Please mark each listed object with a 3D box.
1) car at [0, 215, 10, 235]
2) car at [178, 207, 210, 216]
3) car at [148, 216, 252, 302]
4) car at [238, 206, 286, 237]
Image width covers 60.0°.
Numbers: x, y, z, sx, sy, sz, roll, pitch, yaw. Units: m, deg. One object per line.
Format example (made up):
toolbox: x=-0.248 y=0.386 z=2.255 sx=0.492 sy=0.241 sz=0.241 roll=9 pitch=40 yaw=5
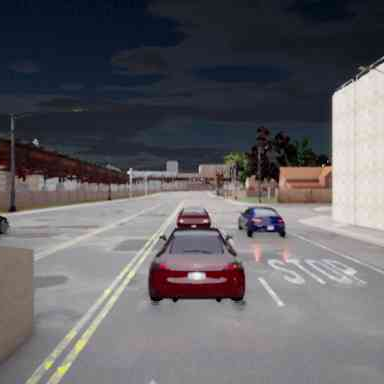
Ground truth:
car: x=-10.504 y=1.523 z=15.666 sx=1.994 sy=1.385 sz=4.181 roll=0 pitch=0 yaw=0
car: x=0.097 y=1.543 z=19.657 sx=1.895 sy=1.301 sz=4.718 roll=0 pitch=0 yaw=0
car: x=0.099 y=1.540 z=8.246 sx=1.994 sy=1.385 sz=4.181 roll=0 pitch=0 yaw=0
car: x=3.598 y=1.474 z=17.577 sx=1.812 sy=1.442 sz=4.674 roll=0 pitch=0 yaw=0
